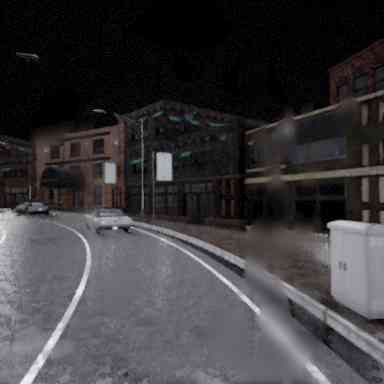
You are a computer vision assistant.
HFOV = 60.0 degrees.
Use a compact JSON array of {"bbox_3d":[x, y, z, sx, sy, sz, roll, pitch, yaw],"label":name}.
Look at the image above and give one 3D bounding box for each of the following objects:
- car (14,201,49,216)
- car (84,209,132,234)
[{"bbox_3d":[-16.021,1.616,33.145,4.181,1.385,1.994,0,-1,41],"label":"car"},{"bbox_3d":[-5.113,1.635,19.728,1.895,1.301,4.718,0,0,-27],"label":"car"}]
